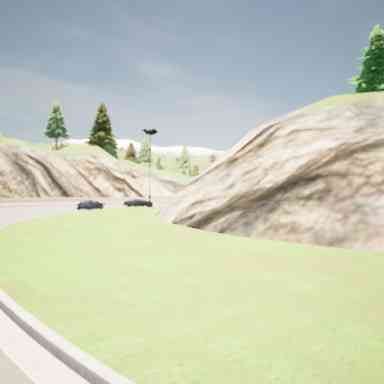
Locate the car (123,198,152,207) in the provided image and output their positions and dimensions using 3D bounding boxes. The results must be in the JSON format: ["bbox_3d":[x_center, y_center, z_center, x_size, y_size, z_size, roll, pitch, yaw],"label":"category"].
[{"bbox_3d":[-9.033,1.784,55.456,2.033,1.411,5.357,0,0,37],"label":"car"}]

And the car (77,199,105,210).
[{"bbox_3d":[-13.841,1.700,45.672,1.994,1.385,4.181,0,0,20],"label":"car"}]
